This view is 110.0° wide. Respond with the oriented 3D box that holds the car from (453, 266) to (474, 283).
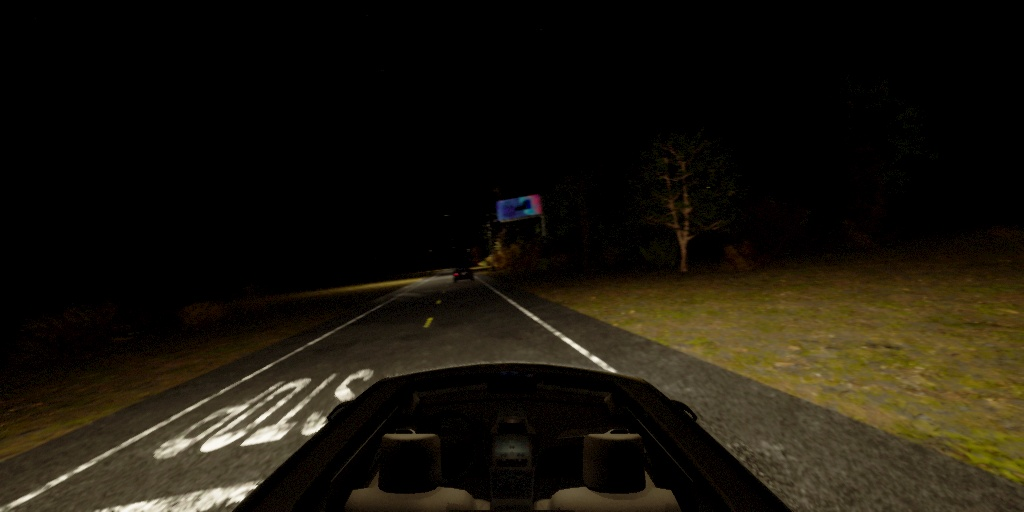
[{"bbox_3d":[-5.379,1.934,39.689,2.097,1.767,4.553,-6,0,-8],"label":"car"}]
